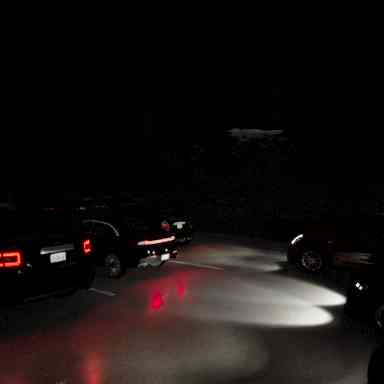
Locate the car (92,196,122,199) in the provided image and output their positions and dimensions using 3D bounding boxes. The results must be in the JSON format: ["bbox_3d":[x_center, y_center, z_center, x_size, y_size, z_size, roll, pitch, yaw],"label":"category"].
[{"bbox_3d":[-12.948,1.455,46.051,5.357,1.411,2.033,0,0,-45],"label":"car"}]

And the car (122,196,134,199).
[{"bbox_3d":[-11.430,1.375,52.118,5.008,1.535,1.882,0,0,-41],"label":"car"}]

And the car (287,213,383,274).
[{"bbox_3d":[4.981,1.352,9.040,4.553,1.767,2.097,0,0,36],"label":"car"}]

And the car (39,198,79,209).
[{"bbox_3d":[-18.153,1.491,45.554,1.895,1.301,4.718,0,0,43],"label":"car"}]

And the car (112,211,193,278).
[{"bbox_3d":[-2.666,1.491,10.154,4.902,1.511,2.128,0,0,36],"label":"car"}]

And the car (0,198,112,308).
[{"bbox_3d":[-4.551,1.221,7.228,5.566,2.045,2.150,0,0,33],"label":"car"}]

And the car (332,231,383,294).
[{"bbox_3d":[4.607,1.564,4.996,4.181,1.385,1.994,0,0,36],"label":"car"}]

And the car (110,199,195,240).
[{"bbox_3d":[-2.206,1.351,14.123,4.553,1.767,2.097,0,0,35],"label":"car"}]

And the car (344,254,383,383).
[{"bbox_3d":[3.555,1.474,1.452,5.008,1.535,1.882,0,0,35],"label":"car"}]
